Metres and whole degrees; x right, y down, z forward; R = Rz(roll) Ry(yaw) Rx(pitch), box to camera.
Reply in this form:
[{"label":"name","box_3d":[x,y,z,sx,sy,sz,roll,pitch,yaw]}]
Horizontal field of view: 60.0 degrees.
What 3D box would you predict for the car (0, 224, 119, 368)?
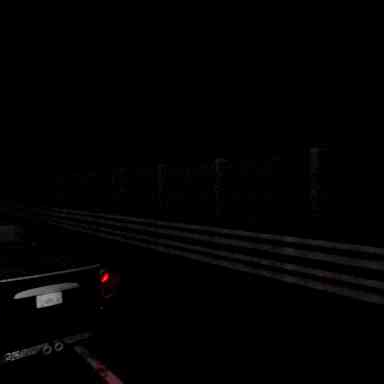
[{"label":"car","box_3d":[-3.104,1.328,5.691,2.097,1.767,4.553,0,0,-40]}]
